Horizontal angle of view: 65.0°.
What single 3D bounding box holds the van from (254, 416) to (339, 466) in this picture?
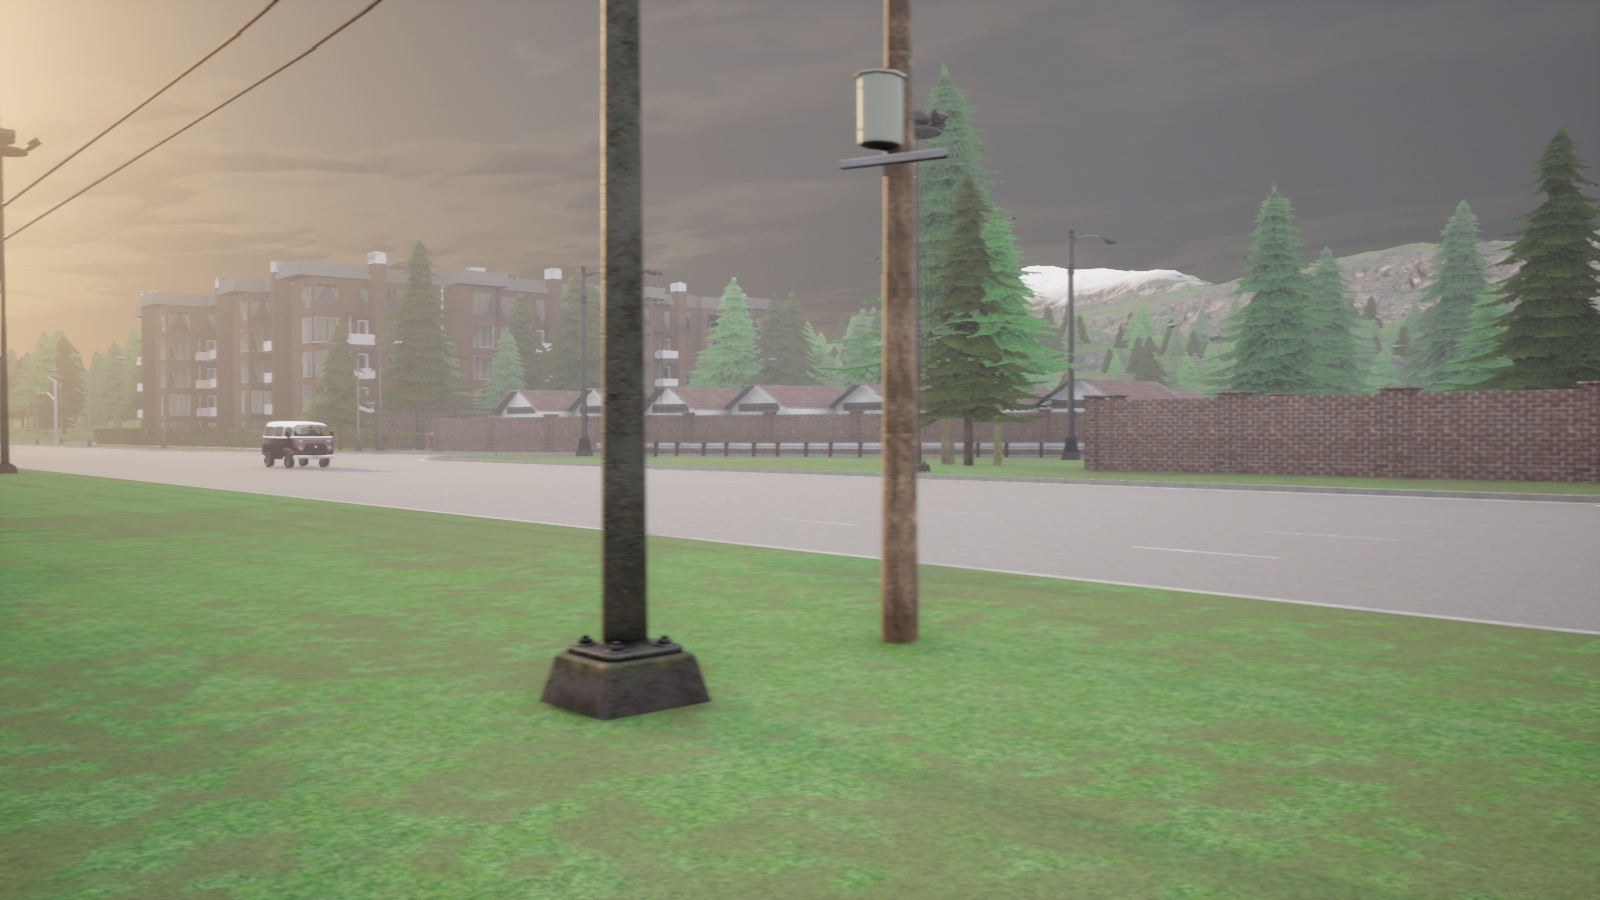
[{"bbox_3d":[-21.886,-0.414,54.506,2.069,2.038,4.480,-1,1,-41],"label":"van"}]
